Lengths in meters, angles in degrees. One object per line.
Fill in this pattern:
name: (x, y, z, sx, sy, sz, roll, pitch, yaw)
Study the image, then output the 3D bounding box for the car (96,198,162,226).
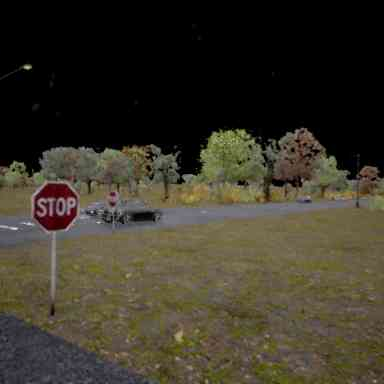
car: (-4.167, 1.344, 23.967, 2.097, 1.767, 4.553, 2, 1, 36)

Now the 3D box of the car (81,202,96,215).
car: (-7.928, 1.404, 30.718, 1.837, 1.490, 4.892, 2, 2, 36)

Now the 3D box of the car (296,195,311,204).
car: (26.175, 1.745, 77.886, 2.150, 2.045, 5.566, 2, 0, 36)
